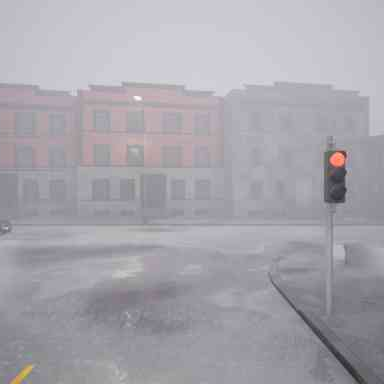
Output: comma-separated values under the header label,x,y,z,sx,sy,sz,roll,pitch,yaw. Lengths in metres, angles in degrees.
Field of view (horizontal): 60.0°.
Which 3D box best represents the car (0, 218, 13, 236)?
label,x,y,z,sx,sy,sz,roll,pitch,yaw
car,-11.227,1.505,15.958,4.892,1.490,1.837,0,0,2
